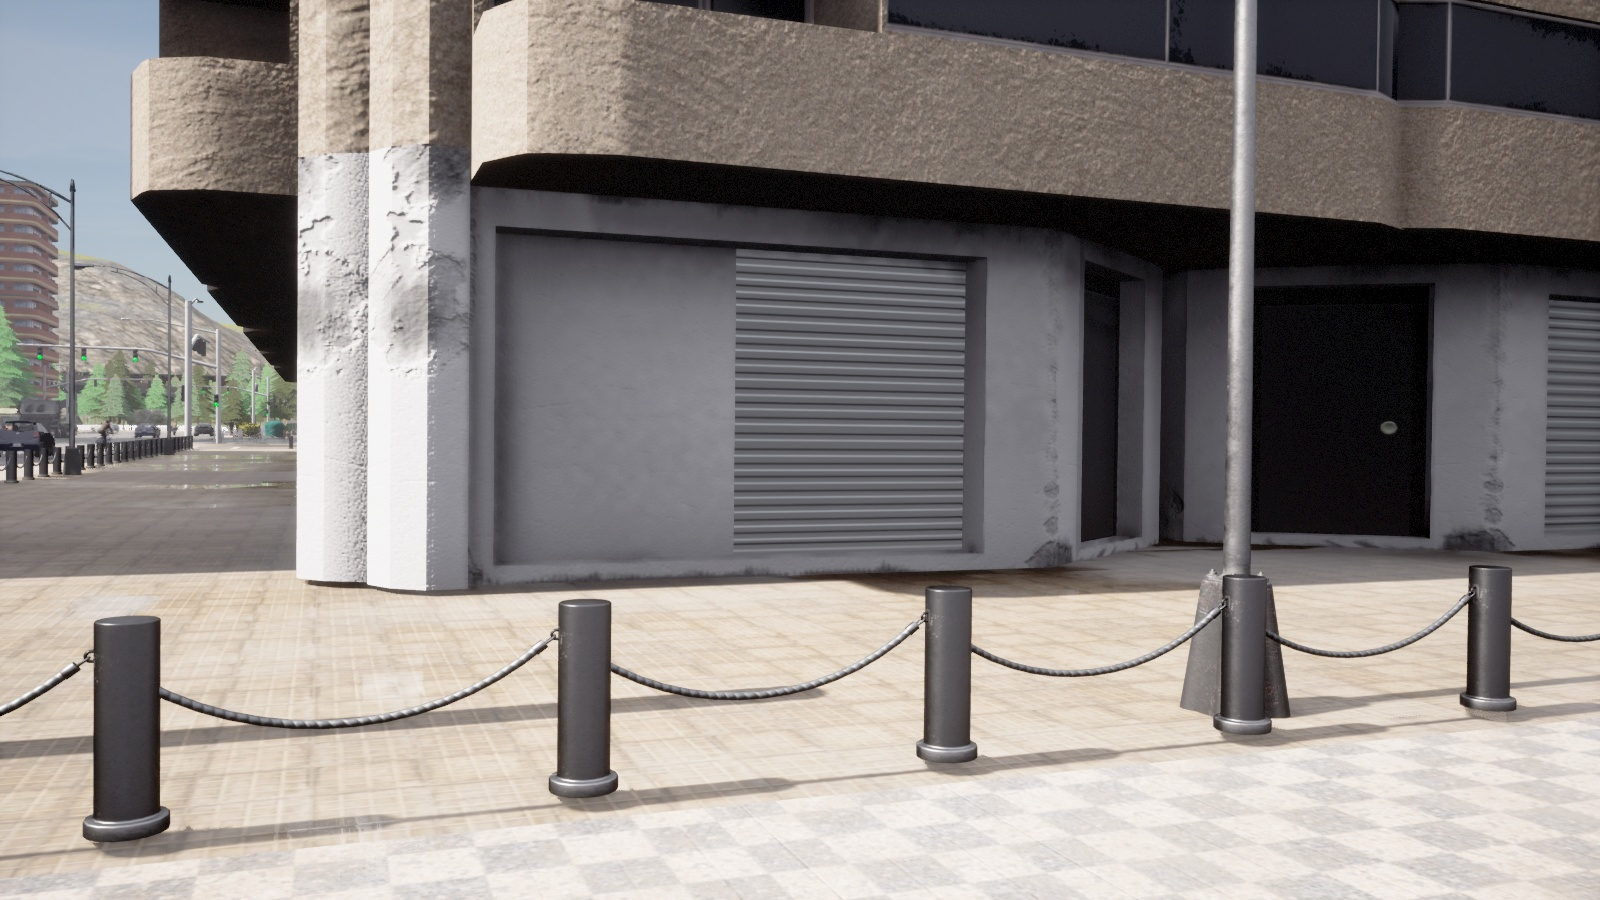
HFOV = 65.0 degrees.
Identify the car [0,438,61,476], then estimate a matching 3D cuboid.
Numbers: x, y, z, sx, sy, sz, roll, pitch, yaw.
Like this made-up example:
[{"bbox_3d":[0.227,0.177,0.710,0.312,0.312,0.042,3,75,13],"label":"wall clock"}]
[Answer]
[{"bbox_3d":[-32.159,0.254,52.240,1.845,1.501,3.633,-1,1,-21],"label":"car"}]
